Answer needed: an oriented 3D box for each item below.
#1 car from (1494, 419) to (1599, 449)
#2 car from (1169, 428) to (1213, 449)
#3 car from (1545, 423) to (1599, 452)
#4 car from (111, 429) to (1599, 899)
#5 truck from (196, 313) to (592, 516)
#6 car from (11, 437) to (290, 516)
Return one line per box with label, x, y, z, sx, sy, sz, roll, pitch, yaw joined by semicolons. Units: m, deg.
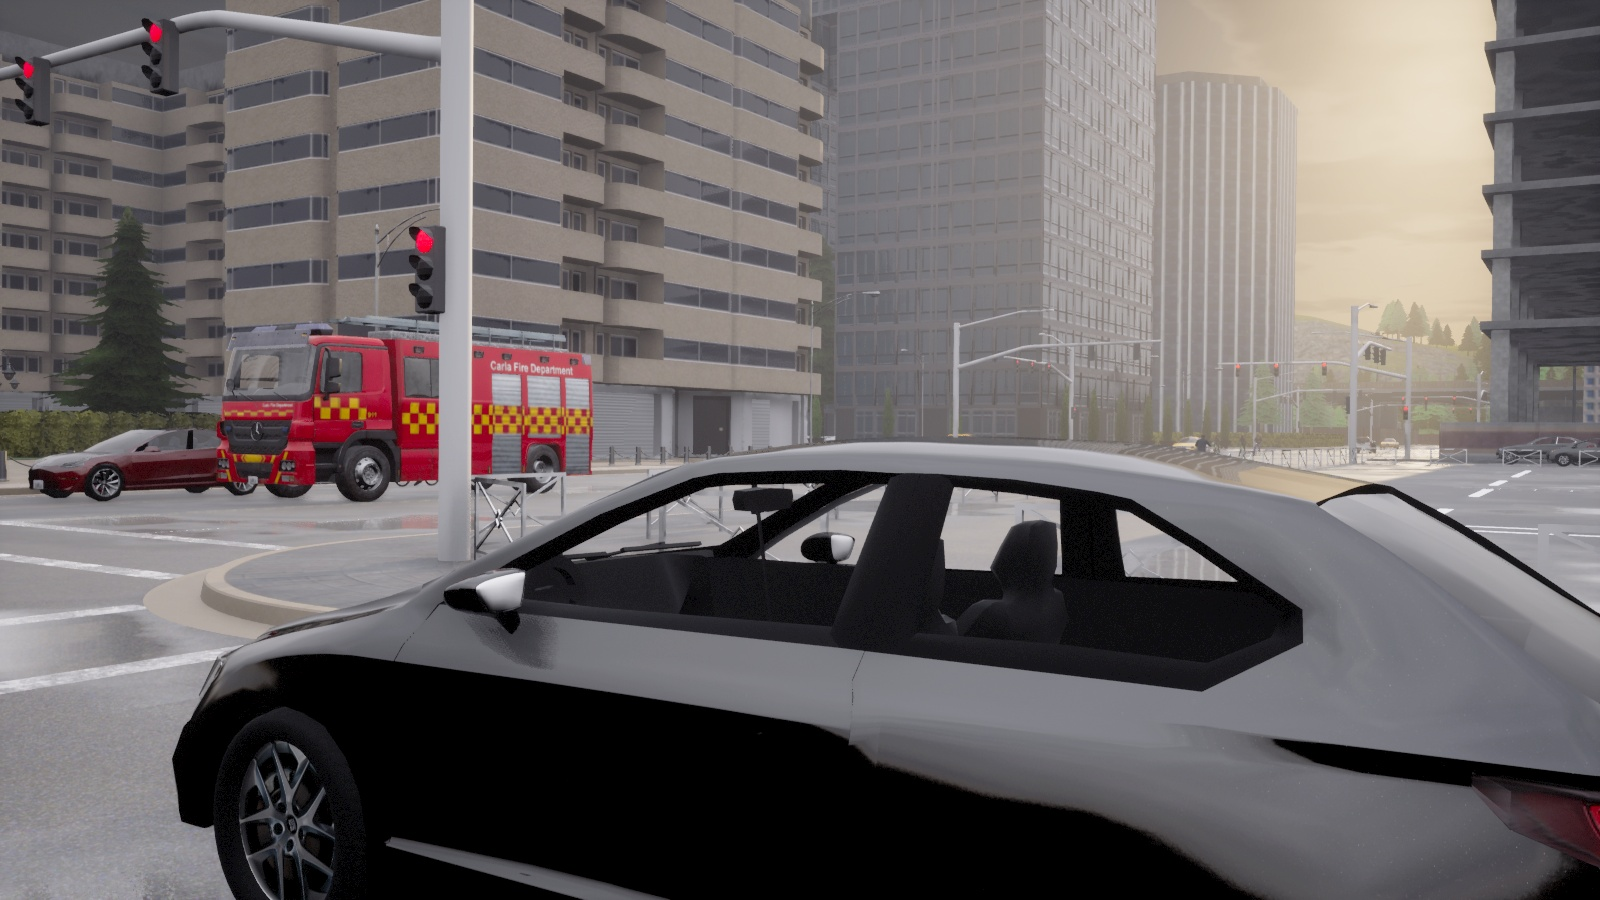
car;41.957;-0.889;70.566;5.027;1.651;2.152;0;1;32
car;29.585;-0.894;94.940;1.801;1.575;5.366;0;1;32
car;42.050;-0.664;66.379;4.514;1.525;2.007;0;1;32
car;0.098;0.696;3.550;4.193;1.474;1.816;0;1;33
truck;-8.614;-0.738;28.003;2.891;3.827;8.468;0;1;32
car;-13.616;0.491;26.643;2.163;1.488;4.792;0;1;32
